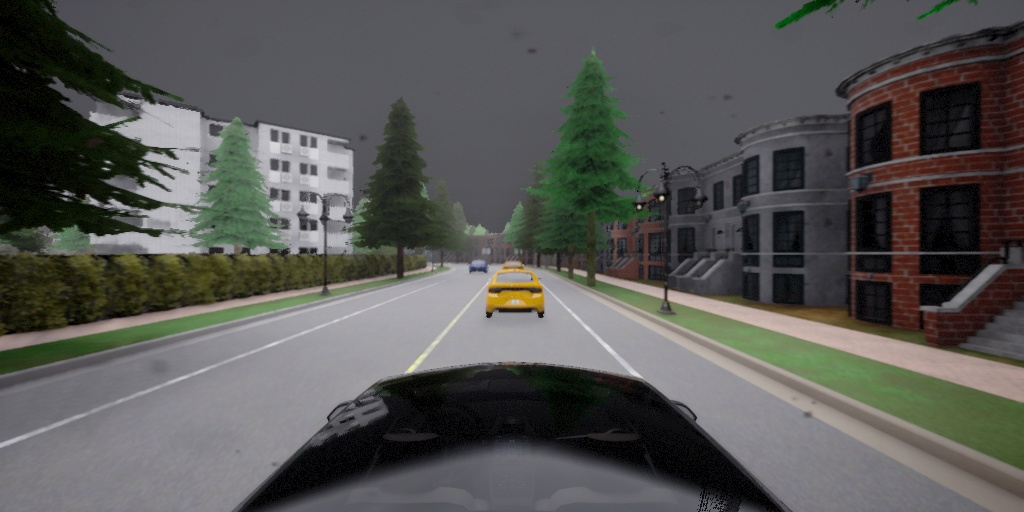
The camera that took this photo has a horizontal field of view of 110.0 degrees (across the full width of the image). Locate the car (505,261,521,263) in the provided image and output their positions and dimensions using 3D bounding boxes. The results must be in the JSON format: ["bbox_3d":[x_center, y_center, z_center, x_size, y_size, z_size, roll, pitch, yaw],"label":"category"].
[{"bbox_3d":[0.102,1.170,31.582,1.882,1.535,5.008,0,0,0],"label":"car"}]

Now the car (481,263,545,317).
[{"bbox_3d":[0.101,1.206,13.092,1.882,1.535,5.008,0,0,0],"label":"car"}]

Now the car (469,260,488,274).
[{"bbox_3d":[-3.648,1.155,39.817,1.882,1.535,5.008,0,0,-1],"label":"car"}]
